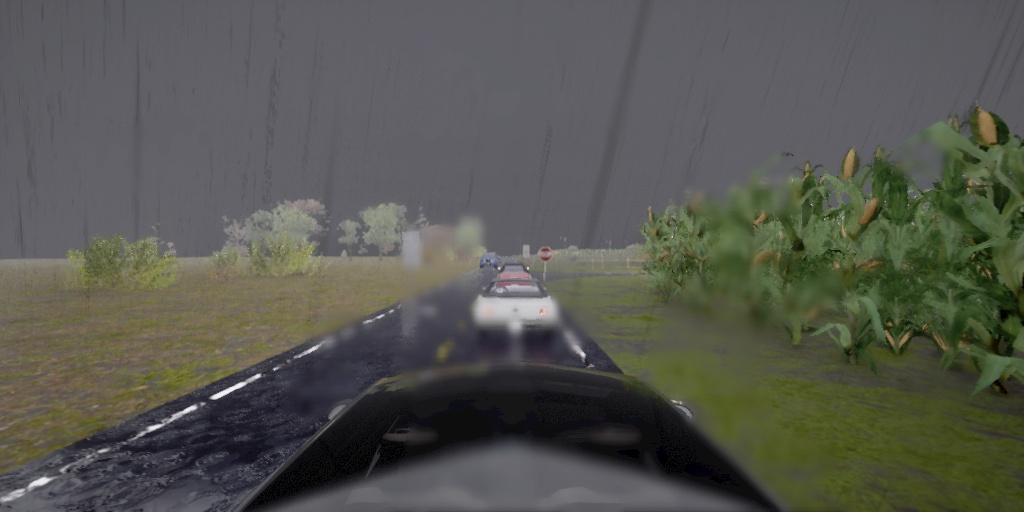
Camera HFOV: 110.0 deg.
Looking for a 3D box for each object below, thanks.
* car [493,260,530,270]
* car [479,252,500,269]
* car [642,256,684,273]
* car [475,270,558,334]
[{"bbox_3d":[0.102,1.129,20.956,1.994,1.385,4.181,0,1,0],"label":"car"},{"bbox_3d":[-2.976,0.552,46.669,2.150,2.045,5.566,0,1,-1],"label":"car"},{"bbox_3d":[14.761,0.793,33.480,5.008,1.535,1.882,-1,0,-1],"label":"car"},{"bbox_3d":[0.101,1.268,10.272,1.895,1.301,4.718,0,1,0],"label":"car"}]
